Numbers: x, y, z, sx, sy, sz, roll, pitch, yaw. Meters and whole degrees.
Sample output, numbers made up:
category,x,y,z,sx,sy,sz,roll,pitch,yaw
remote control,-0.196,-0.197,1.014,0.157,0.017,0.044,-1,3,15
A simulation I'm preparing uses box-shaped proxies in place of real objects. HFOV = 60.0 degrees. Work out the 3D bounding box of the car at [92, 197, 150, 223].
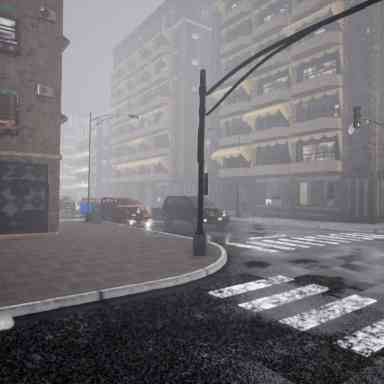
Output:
category,x,y,z,sx,sy,sz,roll,pitch,yaw
car,-5.545,1.310,25.458,2.192,1.841,5.009,1,-1,-35

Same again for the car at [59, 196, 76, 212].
category,x,y,z,sx,sy,sz,roll,pitch,yaw
car,-15.234,1.368,39.094,2.192,1.841,5.009,1,-1,-35

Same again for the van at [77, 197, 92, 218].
category,x,y,z,sx,sy,sz,roll,pitch,yaw
van,-8.775,1.354,30.003,1.690,1.788,3.998,1,-1,-35

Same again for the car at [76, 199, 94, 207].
category,x,y,z,sx,sy,sz,roll,pitch,yaw
car,-18.504,1.867,57.290,1.802,1.307,4.206,1,-1,-35

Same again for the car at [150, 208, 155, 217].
category,x,y,z,sx,sy,sz,roll,pitch,yaw
car,-2.094,1.714,29.945,1.895,1.301,4.718,1,-1,-35

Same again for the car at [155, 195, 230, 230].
category,x,y,z,sx,sy,sz,roll,pitch,yaw
car,0.046,1.249,21.846,2.150,2.045,5.566,1,-1,-36

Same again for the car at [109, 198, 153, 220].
category,x,y,z,sx,sy,sz,roll,pitch,yaw
car,-5.524,1.410,29.693,2.097,1.767,4.553,1,-1,-35
